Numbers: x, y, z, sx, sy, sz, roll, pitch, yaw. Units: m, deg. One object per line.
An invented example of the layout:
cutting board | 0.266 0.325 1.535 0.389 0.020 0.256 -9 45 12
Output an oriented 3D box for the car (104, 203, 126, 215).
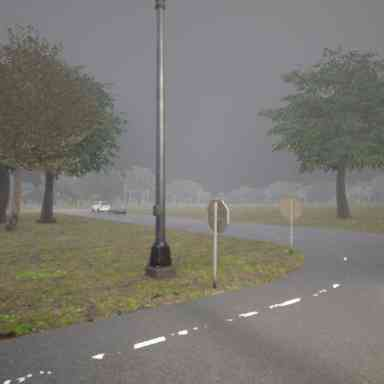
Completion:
car | -12.418 2.990 54.795 1.994 1.385 4.181 2 -2 -33

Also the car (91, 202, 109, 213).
car | -16.734 2.775 61.236 2.150 2.045 5.566 2 -2 -34
